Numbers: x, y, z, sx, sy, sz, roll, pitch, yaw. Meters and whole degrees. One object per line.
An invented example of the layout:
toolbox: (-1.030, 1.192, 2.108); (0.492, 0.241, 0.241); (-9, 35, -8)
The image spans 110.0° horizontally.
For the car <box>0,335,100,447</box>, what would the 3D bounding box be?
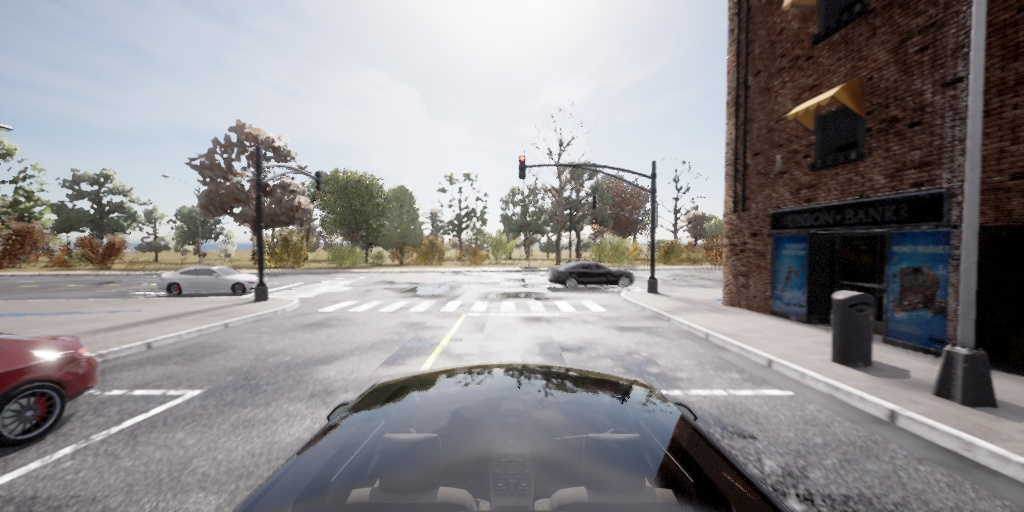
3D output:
car: (-5.789, 1.320, 2.572); (1.802, 1.307, 4.207); (0, 0, 0)

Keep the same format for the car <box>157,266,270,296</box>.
car: (-15.008, 1.221, 18.178); (4.674, 1.442, 1.812); (1, 2, -7)

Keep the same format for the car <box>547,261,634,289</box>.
car: (4.559, 1.038, 20.757); (5.008, 1.535, 1.882); (0, 2, -8)
